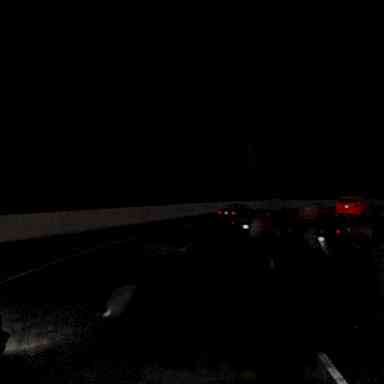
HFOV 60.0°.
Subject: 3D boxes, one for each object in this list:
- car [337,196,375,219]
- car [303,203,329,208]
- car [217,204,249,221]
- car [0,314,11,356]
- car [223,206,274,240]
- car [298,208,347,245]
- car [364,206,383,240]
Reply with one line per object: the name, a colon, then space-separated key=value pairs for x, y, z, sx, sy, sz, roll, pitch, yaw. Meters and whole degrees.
car: x=15.434 y=1.409 z=31.138 sx=2.150 sy=2.045 sz=5.566 roll=-1 pitch=-1 yaw=44
car: x=12.187 y=1.760 z=32.555 sx=1.994 sy=1.385 sz=4.181 roll=0 pitch=-1 yaw=41
car: x=4.042 y=1.717 z=28.202 sx=2.033 sy=1.411 sz=5.357 roll=0 pitch=0 yaw=32
car: x=-3.298 y=1.559 z=1.770 sx=2.033 sy=1.411 sz=5.357 roll=0 pitch=0 yaw=2
car: x=3.276 y=1.673 z=18.031 sx=1.994 sy=1.385 sz=4.181 roll=0 pitch=0 yaw=19
car: x=6.173 y=1.699 z=16.130 sx=1.895 sy=1.301 sz=4.718 roll=0 pitch=0 yaw=19
car: x=9.400 y=1.581 z=14.702 sx=2.128 sy=1.511 sz=4.902 roll=0 pitch=0 yaw=18
